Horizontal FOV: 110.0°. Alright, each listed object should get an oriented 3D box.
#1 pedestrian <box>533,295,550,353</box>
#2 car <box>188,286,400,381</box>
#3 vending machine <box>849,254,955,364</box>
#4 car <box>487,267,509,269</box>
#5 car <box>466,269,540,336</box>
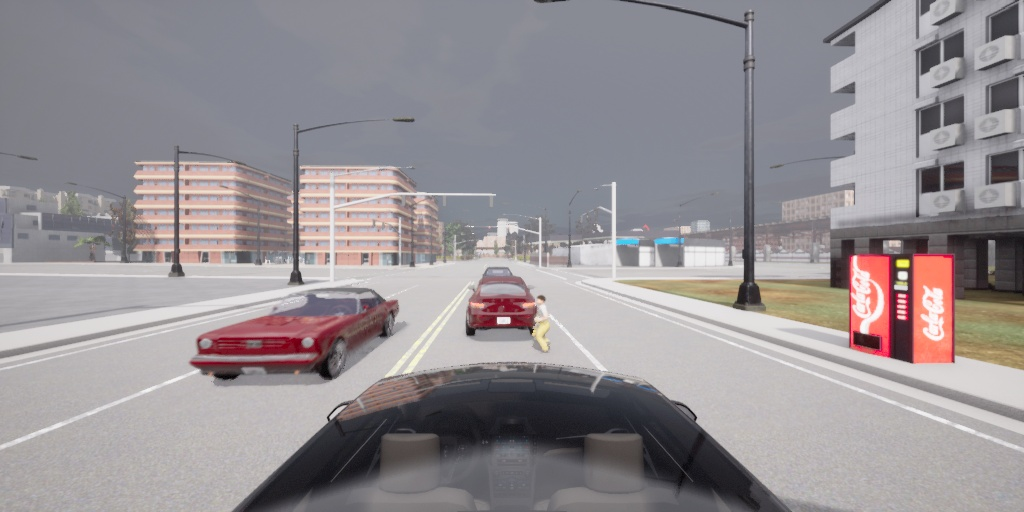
[{"bbox_3d":[0.687,1.323,7.397,0.375,1.300,0.375,0,0,-3],"label":"pedestrian"},{"bbox_3d":[-3.827,1.350,7.373,1.895,1.301,4.718,0,0,-3],"label":"car"},{"bbox_3d":[7.204,0.945,6.696,1.100,2.100,0.880,0,0,-3],"label":"vending machine"},{"bbox_3d":[-0.785,1.296,19.878,2.033,1.411,5.357,0,0,-3],"label":"car"},{"bbox_3d":[-0.298,1.275,10.306,1.812,1.442,4.674,0,0,-3],"label":"car"}]
